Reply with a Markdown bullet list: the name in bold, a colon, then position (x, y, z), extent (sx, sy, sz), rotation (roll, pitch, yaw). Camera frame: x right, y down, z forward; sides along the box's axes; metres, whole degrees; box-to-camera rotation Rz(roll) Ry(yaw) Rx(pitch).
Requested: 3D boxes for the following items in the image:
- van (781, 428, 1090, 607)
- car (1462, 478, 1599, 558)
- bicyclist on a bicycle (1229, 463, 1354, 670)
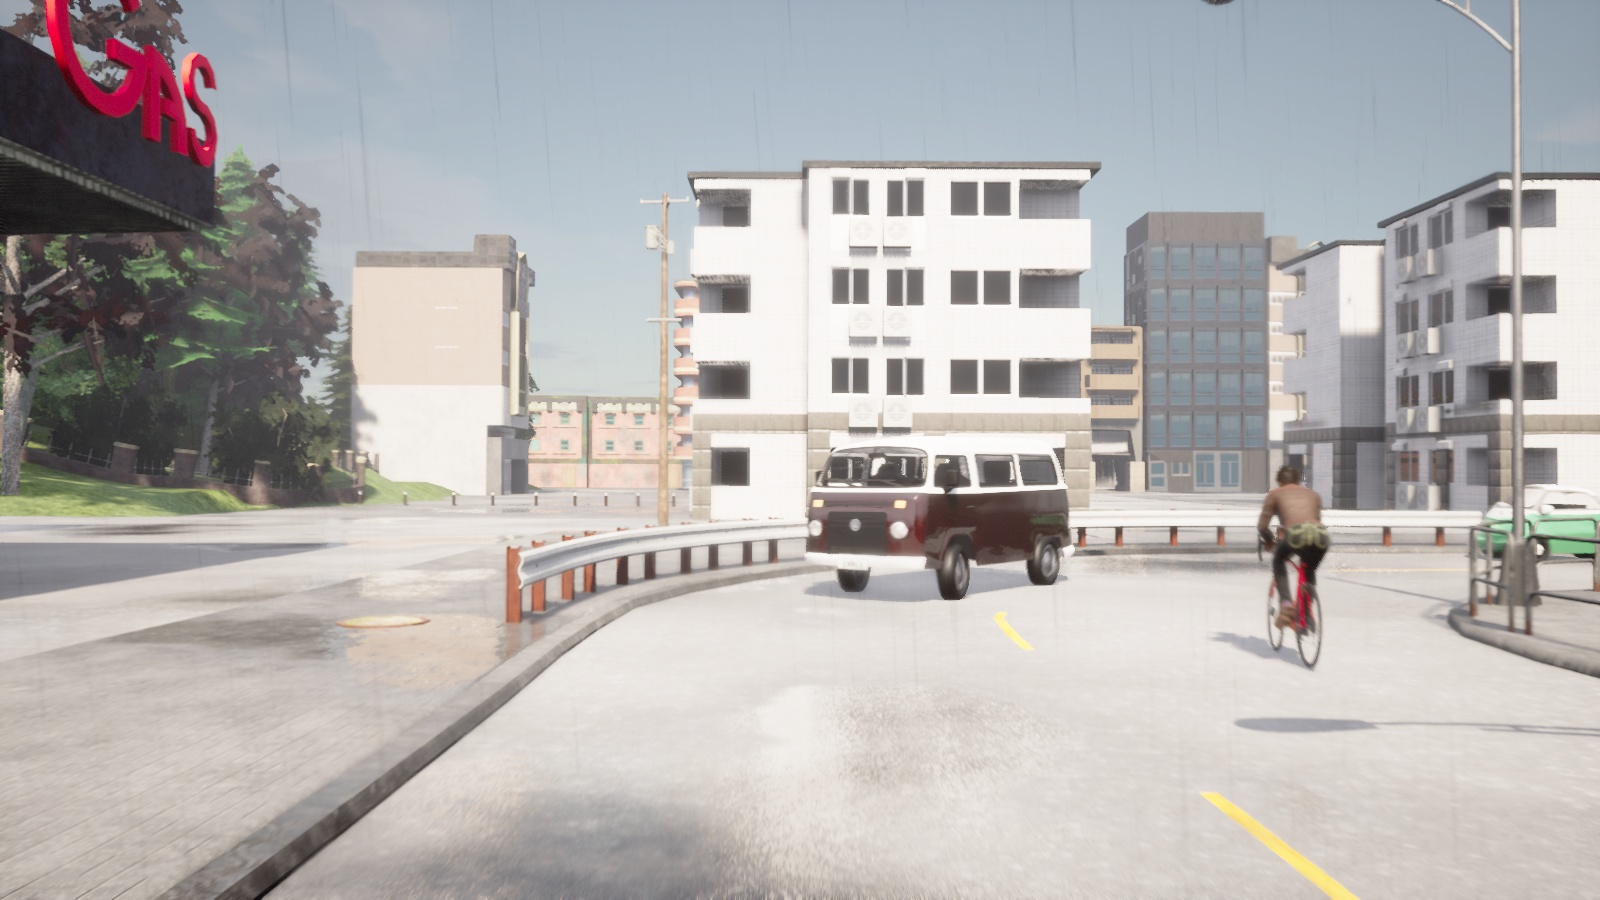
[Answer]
- **van**: position (1.943, 0.812, 16.694), extent (2.069, 2.038, 4.480), rotation (-2, -2, 37)
- **car**: position (13.395, 1.193, 22.548), extent (2.207, 1.376, 1.481), rotation (0, -1, -1)
- **bicyclist on a bicycle**: position (4.144, 0.930, 10.698), extent (0.582, 1.620, 1.656), rotation (1, -1, 7)
